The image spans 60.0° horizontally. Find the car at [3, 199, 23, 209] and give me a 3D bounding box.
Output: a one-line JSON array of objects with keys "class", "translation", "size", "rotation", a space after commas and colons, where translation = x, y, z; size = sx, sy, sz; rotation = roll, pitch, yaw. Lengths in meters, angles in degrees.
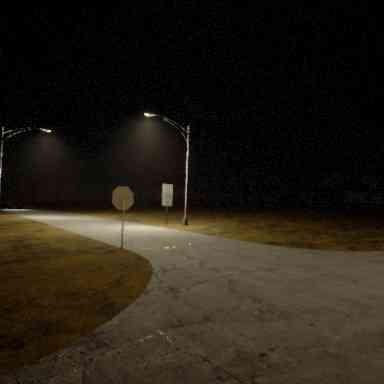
[{"class": "car", "translation": [-24.697, 1.612, 45.750], "size": [1.994, 1.385, 4.181], "rotation": [3, -2, -36]}]
